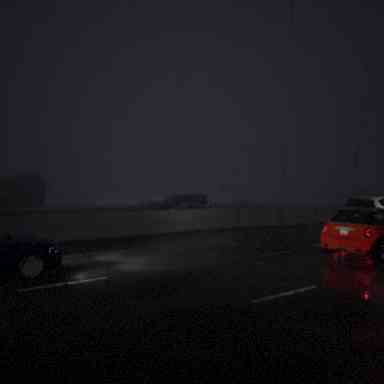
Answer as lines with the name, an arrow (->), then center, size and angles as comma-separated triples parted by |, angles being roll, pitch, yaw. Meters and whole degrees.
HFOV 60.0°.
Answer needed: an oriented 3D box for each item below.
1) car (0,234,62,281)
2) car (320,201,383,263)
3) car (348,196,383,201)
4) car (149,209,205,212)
car -> -5.839, 1.461, 8.100 | 5.008, 1.535, 1.882 | 0, 0, -35
car -> 6.871, 1.360, 12.190 | 4.553, 1.767, 2.097 | 0, 0, -32
car -> 10.802, 1.235, 18.511 | 5.566, 2.045, 2.150 | 0, 0, -29
car -> -0.419, 1.512, 24.384 | 4.674, 1.442, 1.812 | 0, 0, -30
